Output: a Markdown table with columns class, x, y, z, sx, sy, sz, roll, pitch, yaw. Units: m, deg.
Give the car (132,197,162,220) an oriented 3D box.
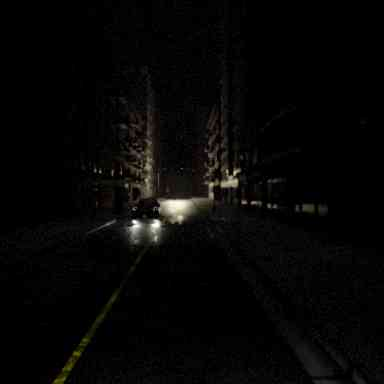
| class | x | y | z | sx | sy | sz | roll | pitch | yaw |
| --- | --- | --- | --- | --- | --- | --- | --- | --- | --- |
| car | -3.688 | 1.279 | 27.668 | 2.097 | 1.767 | 4.553 | 0 | 0 | -1 |
